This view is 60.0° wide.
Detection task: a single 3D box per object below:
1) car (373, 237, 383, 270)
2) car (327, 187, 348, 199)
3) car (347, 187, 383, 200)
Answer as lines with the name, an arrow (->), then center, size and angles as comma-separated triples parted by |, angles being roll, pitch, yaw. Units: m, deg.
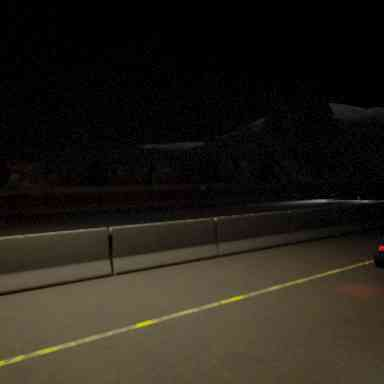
car -> 6.604, 1.204, 8.116 | 5.357, 1.411, 2.033 | -2, 2, -33
car -> 18.943, 0.090, 41.752 | 4.902, 1.511, 2.128 | -2, 2, -34
car -> 20.864, 0.164, 38.783 | 5.357, 1.411, 2.033 | -2, 2, -34
